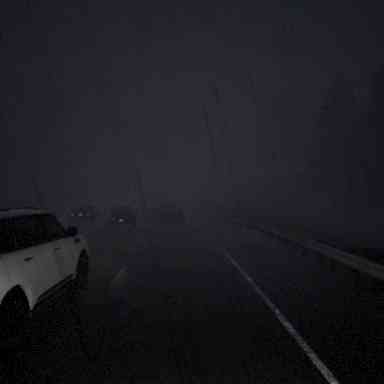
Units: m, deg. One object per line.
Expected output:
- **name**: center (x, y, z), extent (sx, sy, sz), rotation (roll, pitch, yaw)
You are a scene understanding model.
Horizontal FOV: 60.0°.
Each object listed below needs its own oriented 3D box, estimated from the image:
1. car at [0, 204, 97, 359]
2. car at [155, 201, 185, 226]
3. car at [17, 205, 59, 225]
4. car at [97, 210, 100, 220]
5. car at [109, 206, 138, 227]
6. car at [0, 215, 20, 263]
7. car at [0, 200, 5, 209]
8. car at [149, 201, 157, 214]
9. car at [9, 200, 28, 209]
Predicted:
- **car**: center (-3.600, 1.290, 6.175), extent (2.150, 2.045, 5.566), rotation (0, -1, -2)
- **car**: center (-1.669, 1.734, 25.618), extent (1.882, 1.535, 5.008), rotation (0, -1, -7)
- **car**: center (-12.486, 1.857, 27.333), extent (1.994, 1.385, 4.181), rotation (0, -1, -8)
- **car**: center (-9.072, 1.845, 28.427), extent (2.033, 1.411, 5.357), rotation (0, -1, -8)
- **car**: center (-5.086, 1.781, 24.812), extent (1.812, 1.442, 4.674), rotation (0, -1, -7)
- **car**: center (-7.271, 1.590, 9.925), extent (1.882, 1.535, 5.008), rotation (0, -1, -3)
- **car**: center (-33.574, 2.099, 56.727), extent (1.882, 1.535, 5.008), rotation (0, -1, -17)
- **car**: center (-4.224, 1.893, 41.206), extent (1.882, 1.535, 5.008), rotation (0, -1, -11)
- **car**: center (-30.462, 2.134, 58.500), extent (2.128, 1.511, 4.902), rotation (0, -1, -17)
